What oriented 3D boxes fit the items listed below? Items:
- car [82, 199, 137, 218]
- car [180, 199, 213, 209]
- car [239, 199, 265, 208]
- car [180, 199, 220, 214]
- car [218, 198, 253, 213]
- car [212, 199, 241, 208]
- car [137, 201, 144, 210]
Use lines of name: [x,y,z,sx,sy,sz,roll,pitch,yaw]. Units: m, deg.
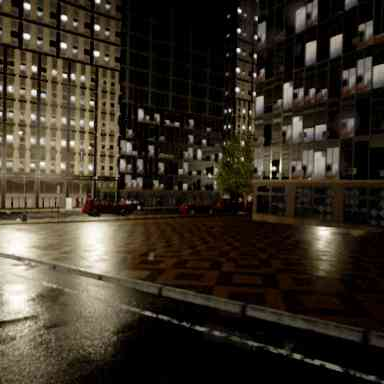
car: [-8.680,1.620,34.030,5.009,1.841,2.192,1,1,-34]
car: [0.761,1.758,50.045,4.829,1.417,1.752,1,1,-34]
car: [10.257,1.911,56.545,4.206,1.307,1.802,1,1,-34]
car: [0.671,1.944,40.437,4.507,1.381,1.887,1,1,-34]
car: [5.354,1.762,43.635,5.009,1.841,2.192,1,1,-34]
car: [5.580,1.847,53.343,4.313,1.339,1.947,1,1,-34]
car: [-8.455,1.689,43.738,4.403,1.369,2.008,1,1,-34]
